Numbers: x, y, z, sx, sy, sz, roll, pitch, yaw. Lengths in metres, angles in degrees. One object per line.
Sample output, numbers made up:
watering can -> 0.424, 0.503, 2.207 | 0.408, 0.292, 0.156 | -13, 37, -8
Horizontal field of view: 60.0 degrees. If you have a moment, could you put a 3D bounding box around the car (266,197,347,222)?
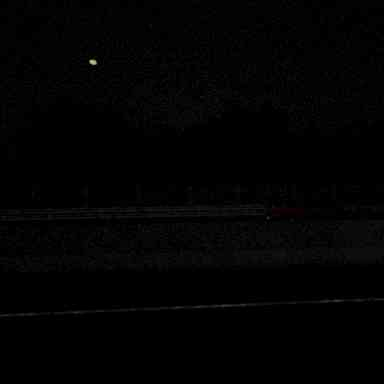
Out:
car -> 8.025, 1.402, 23.272 | 5.566, 2.045, 2.150 | -1, -1, -5

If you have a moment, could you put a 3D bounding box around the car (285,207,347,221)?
car -> 8.332, 1.746, 19.781 | 4.718, 1.301, 1.895 | -1, -1, -5

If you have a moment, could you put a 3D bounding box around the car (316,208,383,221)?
car -> 8.663, 1.657, 16.297 | 4.181, 1.385, 1.994 | -1, -1, -5
